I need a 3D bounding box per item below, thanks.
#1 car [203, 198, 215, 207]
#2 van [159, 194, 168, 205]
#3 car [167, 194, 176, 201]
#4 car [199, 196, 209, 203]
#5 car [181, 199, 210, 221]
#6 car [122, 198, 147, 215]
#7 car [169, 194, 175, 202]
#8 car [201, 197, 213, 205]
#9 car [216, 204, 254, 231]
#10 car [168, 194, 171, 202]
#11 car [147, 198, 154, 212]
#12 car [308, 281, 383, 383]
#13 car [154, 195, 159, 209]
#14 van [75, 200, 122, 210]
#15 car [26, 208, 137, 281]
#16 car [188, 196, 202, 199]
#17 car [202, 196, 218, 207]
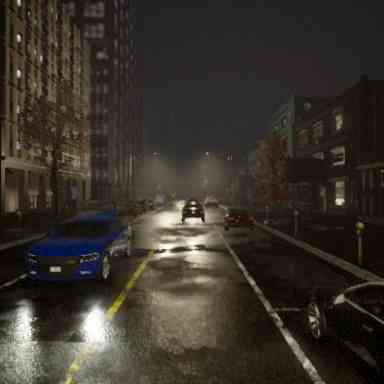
[{"bbox_3d":[2.691,1.634,53.342,1.802,1.307,4.206,0,0,0],"label":"car"},{"bbox_3d":[-5.690,1.400,58.880,1.690,1.788,3.998,0,0,0],"label":"van"},{"bbox_3d":[-5.692,1.432,92.103,2.192,1.841,5.009,0,0,0],"label":"car"},{"bbox_3d":[2.689,1.652,75.491,1.947,1.339,4.313,0,0,0],"label":"car"},{"bbox_3d":[0.099,1.568,27.279,2.033,1.411,5.357,0,0,0],"label":"car"},{"bbox_3d":[-5.689,1.550,31.026,1.752,1.417,4.829,0,0,0],"label":"car"},{"bbox_3d":[-5.690,1.401,75.492,2.192,1.841,5.009,0,0,0],"label":"car"},{"bbox_3d":[2.691,1.605,58.879,1.887,1.381,4.507,0,0,0],"label":"car"},{"bbox_3d":[2.692,1.596,20.120,1.802,1.307,4.206,0,0,0],"label":"car"},{"bbox_3d":[-5.691,1.612,64.418,1.887,1.381,4.507,0,0,0],"label":"car"},{"bbox_3d":[-5.689,1.613,36.733,1.802,1.307,4.206,0,0,0],"label":"car"},{"bbox_3d":[2.692,1.568,3.509,1.947,1.339,4.313,0,0,0],"label":"car"},{"bbox_3d":[-5.689,1.478,42.270,1.967,1.590,4.097,0,0,0],"label":"car"},{"bbox_3d":[-5.688,1.355,20.122,1.690,1.788,3.998,0,0,0],"label":"van"},{"bbox_3d":[-3.100,1.483,10.062,1.882,1.535,5.008,0,0,0],"label":"car"},{"bbox_3d":[0.099,1.546,44.733,1.837,1.490,4.892,0,0,0],"label":"car"},{"bbox_3d":[2.692,1.485,47.805,1.967,1.590,4.097,0,0,0],"label":"car"}]
